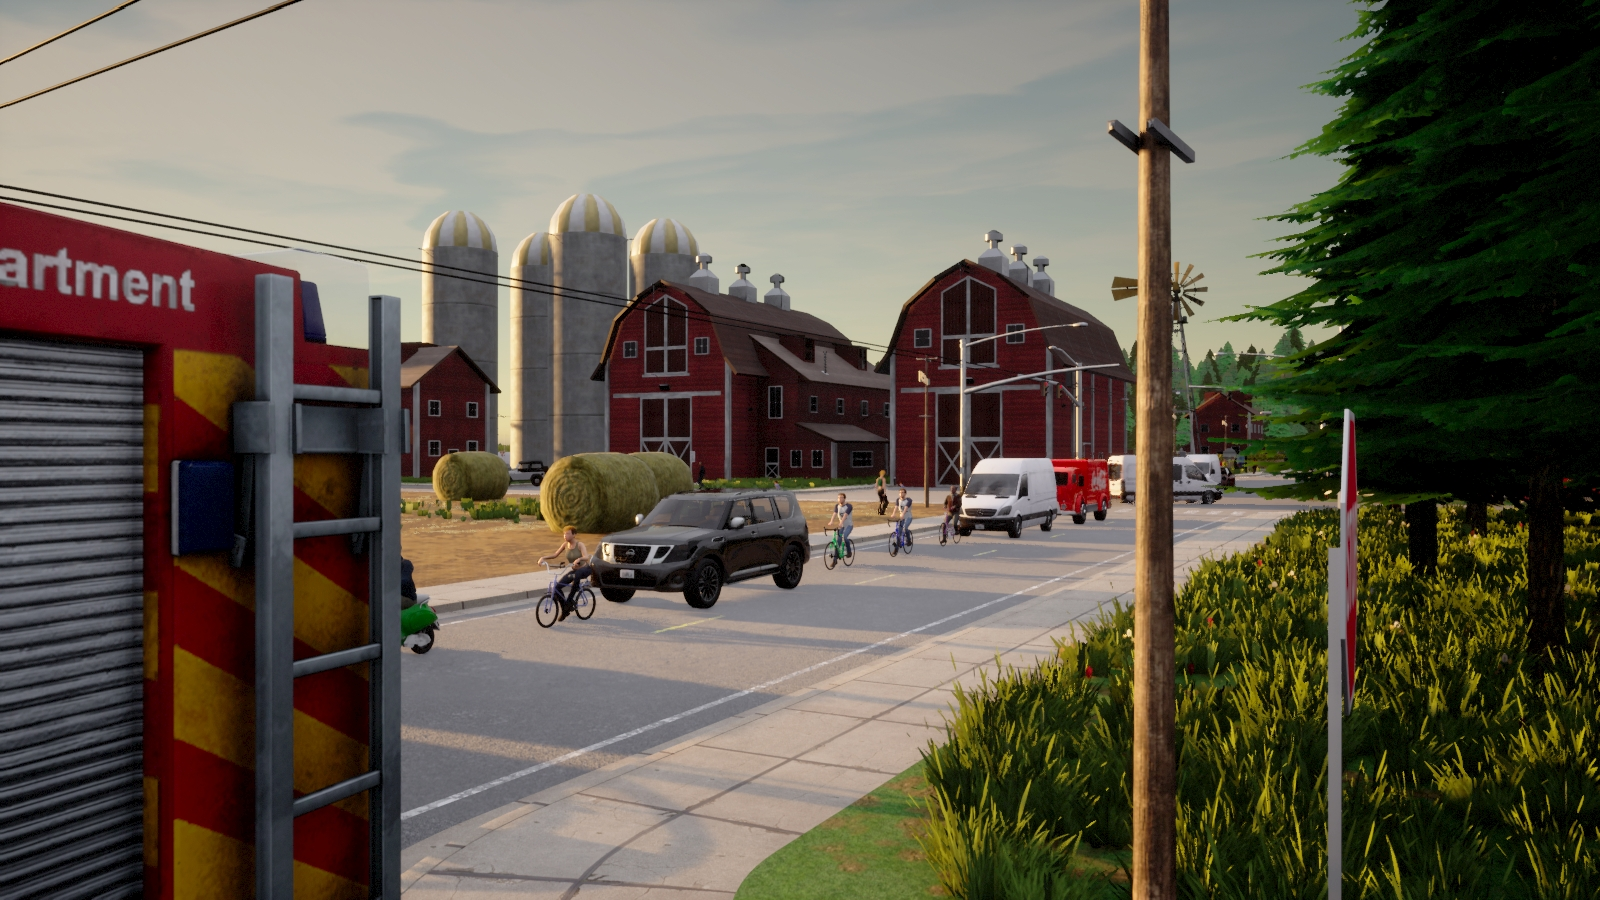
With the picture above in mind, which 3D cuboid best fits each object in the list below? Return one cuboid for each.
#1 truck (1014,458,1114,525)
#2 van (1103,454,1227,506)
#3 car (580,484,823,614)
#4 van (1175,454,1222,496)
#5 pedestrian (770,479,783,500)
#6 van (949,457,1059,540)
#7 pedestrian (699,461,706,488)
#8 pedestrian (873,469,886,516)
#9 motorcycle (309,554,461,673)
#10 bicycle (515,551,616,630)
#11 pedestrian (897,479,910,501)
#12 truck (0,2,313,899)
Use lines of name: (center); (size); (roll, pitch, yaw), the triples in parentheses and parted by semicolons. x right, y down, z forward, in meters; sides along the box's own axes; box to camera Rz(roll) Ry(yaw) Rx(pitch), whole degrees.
truck: (10.573, 1.568, 45.386); (2.627, 2.467, 5.204); (0, 0, 28)
van: (18.911, 1.522, 59.277); (5.915, 2.561, 1.988); (0, 1, -11)
car: (-1.724, 1.779, 22.453); (2.150, 2.045, 5.566); (0, 0, 27)
van: (25.694, 1.534, 73.536); (1.988, 2.561, 5.915); (0, 0, 28)
pedestrian: (-1.230, 2.052, 59.760); (0.500, 1.100, 0.500); (0, 0, 37)
van: (7.076, 1.534, 38.963); (1.988, 2.561, 5.915); (0, 0, 28)
pedestrian: (-6.636, 1.669, 77.725); (0.375, 1.860, 0.375); (0, 0, 31)
pedestrian: (3.185, 1.679, 45.675); (0.375, 1.860, 0.375); (0, 0, 41)
motorcycle: (-5.535, 2.142, 15.337); (0.856, 1.316, 1.805); (0, 0, 28)
bicycle: (-3.797, 2.256, 18.607); (0.859, 1.080, 1.487); (0, 0, 28)
pedestrian: (5.304, 2.051, 58.628); (0.500, 1.100, 0.500); (0, 0, 32)
truck: (-6.016, 0.867, 3.741); (8.468, 3.827, 2.891); (0, 0, 20)
